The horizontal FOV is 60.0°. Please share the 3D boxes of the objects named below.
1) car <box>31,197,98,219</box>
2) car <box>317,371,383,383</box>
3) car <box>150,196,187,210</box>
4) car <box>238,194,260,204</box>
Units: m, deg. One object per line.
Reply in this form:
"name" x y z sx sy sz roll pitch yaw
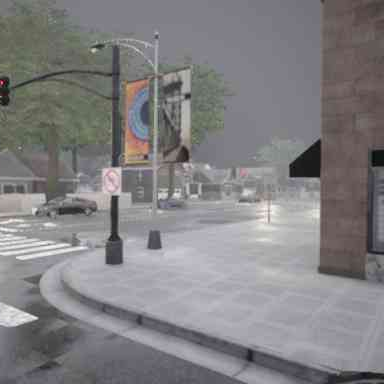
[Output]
"car" -9.281 1.093 24.472 2.128 1.511 4.902 1 1 35
"car" 2.342 1.584 1.148 4.313 1.339 1.947 1 1 35
"car" -2.400 1.098 34.167 1.994 1.385 4.181 1 1 36
"car" 8.529 0.997 49.483 1.994 1.385 4.181 1 1 36
